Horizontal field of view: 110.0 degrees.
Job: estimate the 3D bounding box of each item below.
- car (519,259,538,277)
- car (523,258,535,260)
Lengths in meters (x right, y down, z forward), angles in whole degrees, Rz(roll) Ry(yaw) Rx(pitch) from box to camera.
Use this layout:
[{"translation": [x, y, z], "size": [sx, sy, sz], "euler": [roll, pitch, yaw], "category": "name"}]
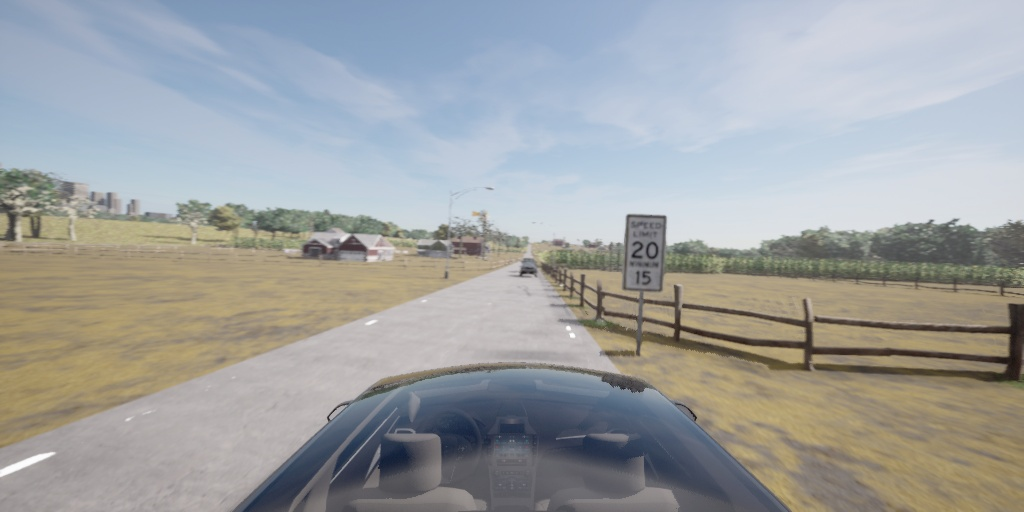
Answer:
[{"translation": [1.816, 1.486, 39.490], "size": [1.837, 1.490, 4.892], "euler": [3, 0, 3], "category": "car"}, {"translation": [2.392, 1.279, 50.915], "size": [2.150, 2.045, 5.566], "euler": [3, 0, 3], "category": "car"}]
